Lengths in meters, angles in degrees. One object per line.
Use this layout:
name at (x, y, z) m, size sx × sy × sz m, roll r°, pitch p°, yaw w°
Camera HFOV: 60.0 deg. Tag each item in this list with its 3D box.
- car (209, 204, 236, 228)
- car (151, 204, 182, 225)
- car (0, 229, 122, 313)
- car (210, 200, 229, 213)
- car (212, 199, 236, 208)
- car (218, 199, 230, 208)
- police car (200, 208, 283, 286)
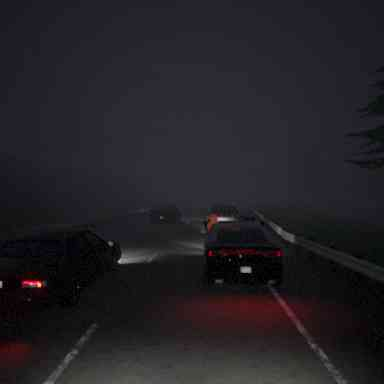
car at (2.358, 1.705, 25.294) m, size 1.837 × 1.490 × 4.892 m, roll 0°, pitch 0°, yaw 6°
car at (-1.951, 1.685, 26.373) m, size 1.882 × 1.535 × 5.008 m, roll 0°, pitch 0°, yaw 5°
car at (-3.204, 1.611, 8.074) m, size 2.033 × 1.411 × 5.357 m, roll 0°, pitch 0°, yaw 2°
car at (3.723, 1.842, 44.358) m, size 2.128 × 1.511 × 4.902 m, roll 0°, pitch 0°, yaw 9°
car at (1.847, 1.505, 19.419) m, size 2.097 × 1.767 × 4.553 m, roll 0°, pitch 0°, yaw 4°
car at (5.699, 1.936, 58.129) m, size 1.882 × 1.535 × 5.008 m, roll 0°, pitch 0°, yaw 8°
police car at (1.278, 1.504, 9.796) m, size 1.930 × 1.638 × 5.238 m, roll 0°, pitch 0°, yaw 2°
